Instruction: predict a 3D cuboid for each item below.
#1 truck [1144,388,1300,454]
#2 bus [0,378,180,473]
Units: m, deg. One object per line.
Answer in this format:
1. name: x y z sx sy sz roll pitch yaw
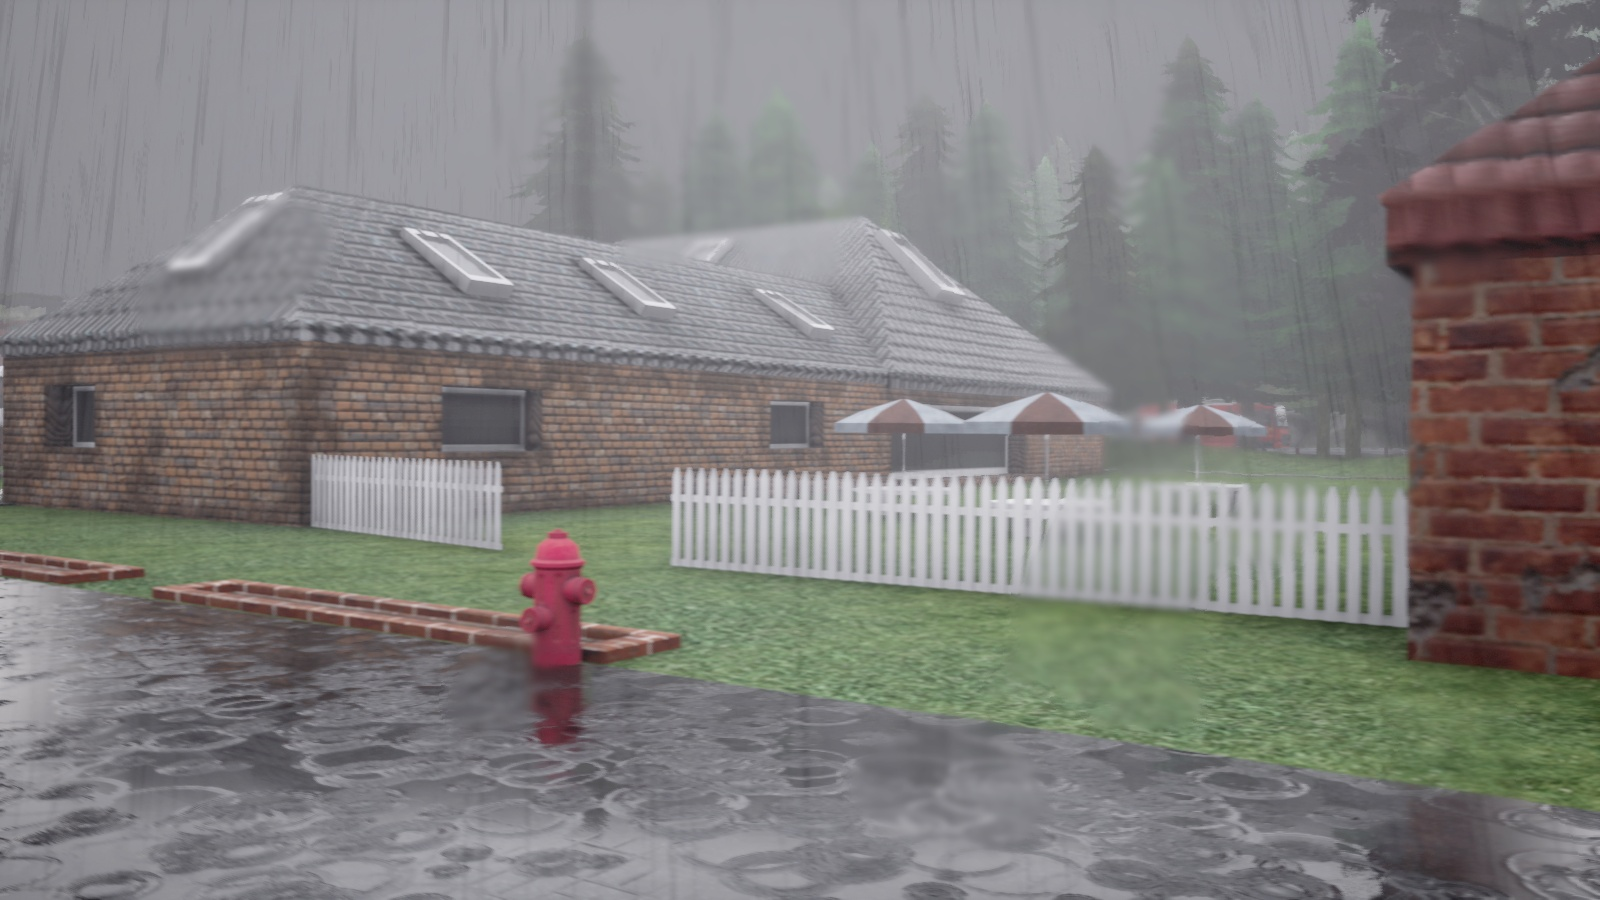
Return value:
1. truck: 25.544 -1.703 76.210 8.468 3.827 2.891 0 1 33
2. bus: -35.636 -1.134 59.849 3.944 4.253 10.273 0 1 34
